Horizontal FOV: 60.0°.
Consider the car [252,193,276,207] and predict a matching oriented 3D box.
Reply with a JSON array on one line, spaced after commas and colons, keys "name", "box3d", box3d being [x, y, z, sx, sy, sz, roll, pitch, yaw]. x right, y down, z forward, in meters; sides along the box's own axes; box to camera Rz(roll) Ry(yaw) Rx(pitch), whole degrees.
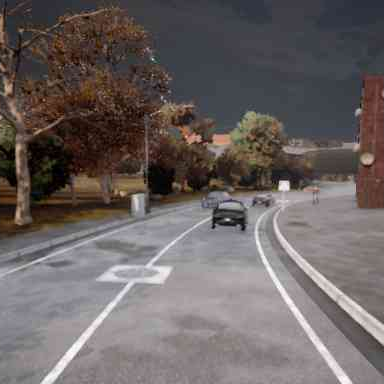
[{"name": "car", "box3d": [8.080, 0.856, 37.435, 1.812, 1.442, 4.674, 3, 3, 23]}]

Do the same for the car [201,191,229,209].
[{"name": "car", "box3d": [2.516, 0.713, 33.433, 2.097, 1.767, 4.553, 2, 3, 21]}]

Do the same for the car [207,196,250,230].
[{"name": "car", "box3d": [2.373, 1.264, 19.986, 1.882, 1.535, 5.008, 1, 1, 12]}]

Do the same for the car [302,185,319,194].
[{"name": "car", "box3d": [24.384, -0.635, 68.117, 2.097, 1.767, 4.553, 5, 5, 41]}]
